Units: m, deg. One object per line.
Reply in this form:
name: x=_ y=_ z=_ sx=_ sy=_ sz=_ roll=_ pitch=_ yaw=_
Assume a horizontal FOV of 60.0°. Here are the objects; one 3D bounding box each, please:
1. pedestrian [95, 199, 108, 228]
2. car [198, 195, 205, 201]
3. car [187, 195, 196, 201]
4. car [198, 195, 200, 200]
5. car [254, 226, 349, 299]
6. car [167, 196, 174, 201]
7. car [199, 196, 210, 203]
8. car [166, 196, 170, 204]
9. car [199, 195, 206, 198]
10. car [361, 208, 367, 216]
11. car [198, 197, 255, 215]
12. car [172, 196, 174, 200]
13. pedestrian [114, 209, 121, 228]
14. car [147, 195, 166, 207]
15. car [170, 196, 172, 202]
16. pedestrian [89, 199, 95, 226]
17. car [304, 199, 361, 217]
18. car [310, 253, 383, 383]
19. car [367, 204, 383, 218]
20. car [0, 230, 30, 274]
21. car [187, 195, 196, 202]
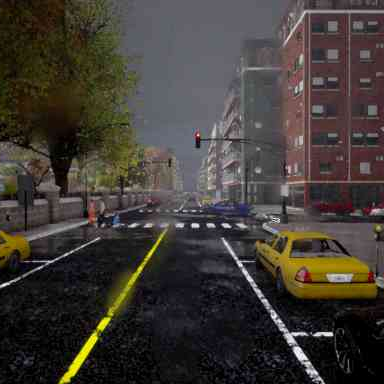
pedestrian: x=-5.513 y=1.298 z=20.355 sx=0.375 sy=1.860 sz=0.375 roll=0 pitch=0 yaw=0
car: x=2.571 y=1.606 z=90.492 sx=1.887 sy=1.381 sz=4.507 roll=0 pitch=0 yaw=0
car: x=-0.112 y=1.495 z=87.479 sx=2.128 sy=1.511 sz=4.902 roll=0 pitch=0 yaw=0
car: x=2.606 y=1.575 z=62.816 sx=1.887 sy=1.381 sz=4.507 roll=0 pitch=0 yaw=0
car: x=2.677 y=1.526 z=8.350 sx=1.752 sy=1.417 sz=4.829 roll=0 pitch=0 yaw=0
car: x=-5.809 y=1.643 z=90.481 sx=1.802 sy=1.307 sz=4.206 roll=0 pitch=0 yaw=0
car: x=2.599 y=1.587 z=68.352 sx=2.008 sy=1.369 sz=4.403 roll=0 pitch=0 yaw=0
car: x=-5.775 y=1.470 z=62.805 sx=1.967 sy=1.590 sz=4.097 roll=0 pitch=0 yaw=0
car: x=2.613 y=1.550 z=57.451 sx=1.752 sy=1.417 sz=4.829 roll=0 pitch=0 yaw=0
car: x=20.260 y=1.931 z=35.210 sx=4.507 sy=1.381 sz=1.887 roll=1 pitch=-1 yaw=0
car: x=3.741 y=1.579 z=34.459 sx=5.357 sy=1.411 sz=2.033 roll=1 pitch=0 yaw=28
car: x=-5.795 y=1.630 z=79.410 sx=1.802 sy=1.307 sz=4.206 roll=0 pitch=0 yaw=0
pedestrian: x=-4.685 y=1.578 z=20.957 sx=0.375 sy=1.300 sz=0.375 roll=0 pitch=0 yaw=0
car: x=-5.761 y=1.335 z=51.735 sx=2.192 sy=1.841 sz=5.009 roll=0 pitch=0 yaw=0
car: x=-5.781 y=1.581 z=68.340 sx=1.887 sy=1.381 sz=4.507 roll=0 pitch=0 yaw=0
pedestrian: x=-6.484 y=1.298 z=21.554 sx=0.375 sy=1.860 sz=0.375 roll=0 pitch=0 yaw=0
car: x=14.570 y=1.598 z=35.188 sx=5.009 sy=1.841 sz=2.192 roll=1 pitch=-1 yaw=0
car: x=2.685 y=1.566 z=2.549 sx=1.947 sy=1.339 sz=4.313 roll=0 pitch=0 yaw=0
car: x=20.236 y=1.996 z=32.606 sx=4.718 sy=1.301 sz=1.895 roll=1 pitch=0 yaw=0
car: x=-5.703 y=1.526 z=7.998 sx=1.752 sy=1.417 sz=4.829 roll=0 pitch=0 yaw=0
car: x=-0.098 y=1.592 z=77.468 sx=1.994 sy=1.385 sz=4.181 roll=0 pitch=0 yaw=0
